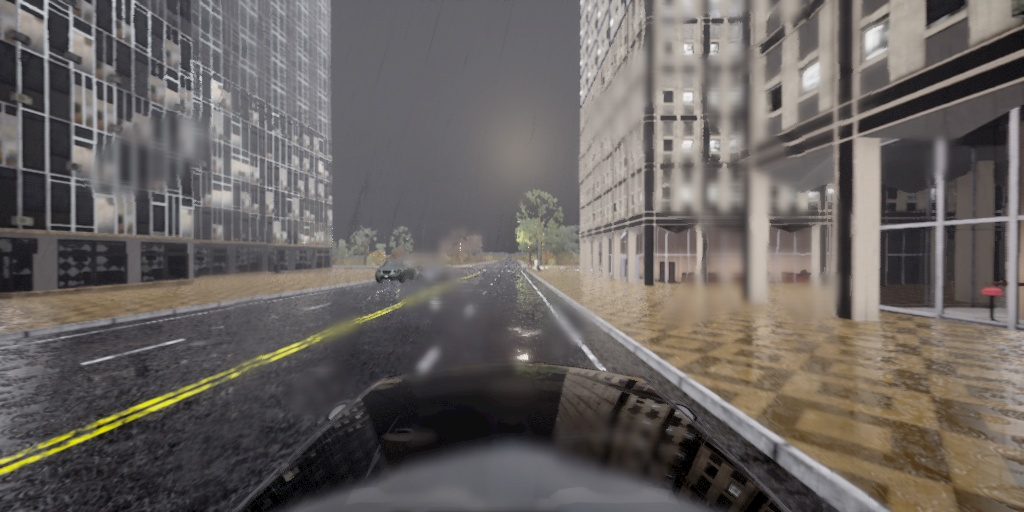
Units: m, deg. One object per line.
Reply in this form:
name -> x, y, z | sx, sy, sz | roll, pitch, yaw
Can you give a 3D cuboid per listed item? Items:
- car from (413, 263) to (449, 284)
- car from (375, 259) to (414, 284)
car -> -6.606, 1.520, 30.812 | 2.128, 1.511, 4.902 | 0, -1, 0
car -> -9.856, 1.250, 30.882 | 2.150, 2.045, 5.566 | 0, 0, 0
